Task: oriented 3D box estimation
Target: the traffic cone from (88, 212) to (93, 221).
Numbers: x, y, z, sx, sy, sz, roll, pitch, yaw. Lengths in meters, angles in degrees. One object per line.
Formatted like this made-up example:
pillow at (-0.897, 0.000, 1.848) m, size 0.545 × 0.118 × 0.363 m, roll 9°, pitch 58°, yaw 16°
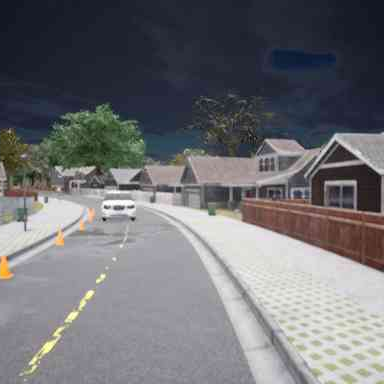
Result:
traffic cone at (-6.999, 1.677, 22.934) m, size 0.340 × 0.580 × 0.340 m, roll 0°, pitch 1°, yaw -13°

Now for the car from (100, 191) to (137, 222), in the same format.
car at (-5.196, 0.932, 23.586) m, size 2.150 × 2.045 × 5.566 m, roll 0°, pitch 1°, yaw -13°

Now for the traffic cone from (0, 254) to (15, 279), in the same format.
traffic cone at (-4.766, 1.867, 8.467) m, size 0.340 × 0.580 × 0.340 m, roll 0°, pitch 1°, yaw -5°

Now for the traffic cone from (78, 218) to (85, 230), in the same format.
traffic cone at (-6.029, 1.741, 18.148) m, size 0.340 × 0.580 × 0.340 m, roll 0°, pitch 1°, yaw -10°

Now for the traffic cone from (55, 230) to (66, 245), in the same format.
traffic cone at (-5.285, 1.805, 13.322) m, size 0.340 × 0.580 × 0.340 m, roll 0°, pitch 1°, yaw -7°
